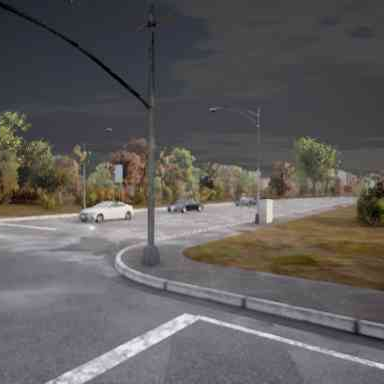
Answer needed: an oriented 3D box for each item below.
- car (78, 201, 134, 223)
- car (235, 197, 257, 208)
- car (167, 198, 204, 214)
[{"bbox_3d":[-6.326,1.443,25.008,1.812,1.442,4.674,0,0,32],"label":"car"},{"bbox_3d":[7.769,1.436,47.355,1.812,1.442,4.674,0,0,33],"label":"car"},{"bbox_3d":[-0.603,1.406,34.107,2.128,1.511,4.902,0,0,32],"label":"car"}]
